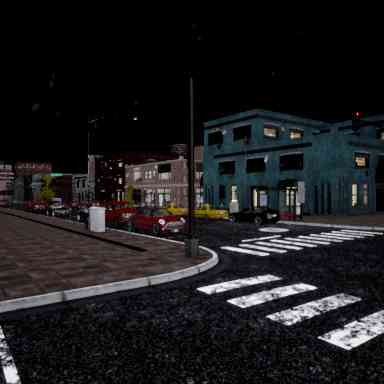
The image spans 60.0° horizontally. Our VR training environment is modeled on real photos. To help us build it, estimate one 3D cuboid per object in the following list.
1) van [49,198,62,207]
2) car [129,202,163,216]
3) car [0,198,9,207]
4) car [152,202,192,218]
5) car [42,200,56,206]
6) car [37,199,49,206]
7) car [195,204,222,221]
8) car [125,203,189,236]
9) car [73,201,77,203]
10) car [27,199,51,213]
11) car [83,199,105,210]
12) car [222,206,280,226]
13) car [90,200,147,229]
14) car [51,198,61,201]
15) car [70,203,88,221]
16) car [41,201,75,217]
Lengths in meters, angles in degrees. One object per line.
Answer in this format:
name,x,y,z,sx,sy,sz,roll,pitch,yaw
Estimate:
van,-28.983,2.174,70.673,1.690,1.788,3.998,-1,0,-36
car,-5.445,1.911,38.855,2.008,1.369,4.403,-1,0,-36
car,-42.470,2.358,74.798,2.192,1.841,5.009,-1,0,-36
car,-2.184,1.821,34.446,1.752,1.417,4.829,-1,0,-36
car,-32.340,2.445,75.219,1.887,1.381,4.507,-1,0,-36
car,-35.803,2.495,79.901,1.752,1.417,4.829,-1,0,-36
car,1.178,1.753,29.901,1.752,1.417,4.829,-1,0,-36
car,-2.089,1.674,20.279,1.967,1.590,4.097,-1,0,-36
car,-22.254,2.279,61.582,1.802,1.307,4.206,-1,0,-36
car,-22.264,1.952,47.551,2.192,1.841,5.009,-1,0,-36
car,-15.533,2.003,52.491,1.967,1.590,4.097,-1,0,-36
car,4.643,1.725,25.219,1.947,1.339,4.313,-1,0,-36
car,-5.454,1.616,24.824,2.192,1.841,5.009,-1,0,-36
car,-25.297,2.265,61.343,1.812,1.442,4.674,-1,0,-35
car,-8.811,1.919,29.370,2.008,1.369,4.403,-1,0,-36
car,-15.535,2.053,38.460,2.008,1.369,4.403,-1,0,-36
